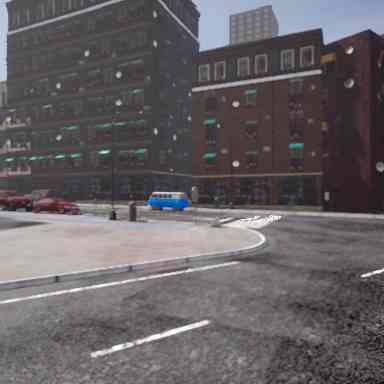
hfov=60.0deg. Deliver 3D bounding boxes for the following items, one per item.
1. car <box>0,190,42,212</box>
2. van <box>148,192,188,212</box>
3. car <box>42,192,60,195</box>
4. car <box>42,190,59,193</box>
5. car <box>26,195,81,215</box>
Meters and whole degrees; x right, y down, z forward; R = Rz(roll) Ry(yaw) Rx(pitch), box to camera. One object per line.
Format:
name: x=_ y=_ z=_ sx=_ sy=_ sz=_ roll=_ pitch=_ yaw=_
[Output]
car: x=-16.132 y=0.773 z=29.282 sx=5.009 sy=1.841 sz=2.192 roll=1 pitch=0 yaw=24
van: x=-2.319 y=0.922 z=32.210 sx=3.998 sy=1.788 sz=1.690 roll=1 pitch=0 yaw=24
car: x=-14.938 y=1.007 z=31.569 sx=4.181 sy=1.385 sz=1.994 roll=1 pitch=1 yaw=24
car: x=-17.701 y=0.631 z=39.199 sx=5.009 sy=1.841 sz=2.192 roll=1 pitch=0 yaw=24
car: x=-11.010 y=1.128 z=26.951 sx=4.206 sy=1.307 sz=1.802 roll=1 pitch=0 yaw=24
